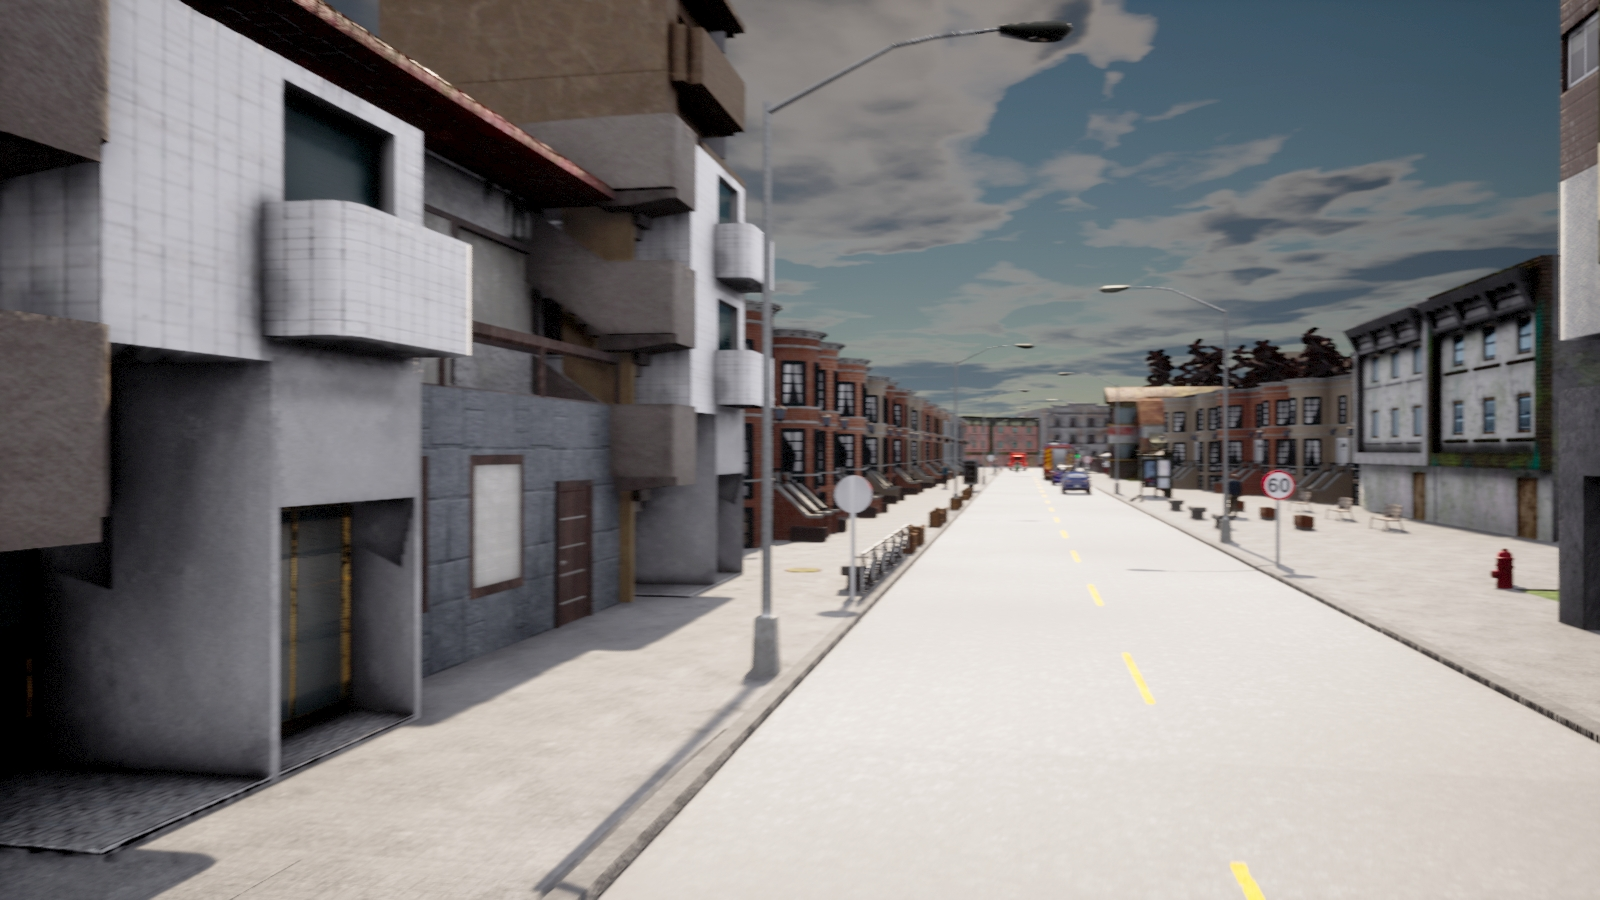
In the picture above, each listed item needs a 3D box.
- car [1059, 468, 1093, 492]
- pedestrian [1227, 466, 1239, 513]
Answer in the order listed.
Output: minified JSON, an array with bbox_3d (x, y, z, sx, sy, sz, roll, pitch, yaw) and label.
[{"bbox_3d":[18.150,1.921,75.236,2.002,1.442,4.674,0,0,11],"label":"car"},{"bbox_3d":[17.379,1.569,45.857,0.375,1.860,0.375,0,0,8],"label":"pedestrian"}]
